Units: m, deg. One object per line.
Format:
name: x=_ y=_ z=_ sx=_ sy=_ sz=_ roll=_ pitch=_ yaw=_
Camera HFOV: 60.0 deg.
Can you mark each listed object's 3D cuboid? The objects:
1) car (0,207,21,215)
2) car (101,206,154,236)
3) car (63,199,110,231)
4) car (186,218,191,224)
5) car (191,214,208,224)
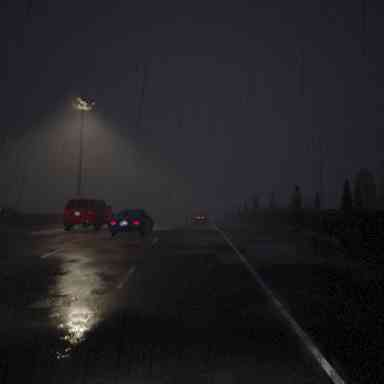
car: x=-14.106 y=1.848 z=23.986 sx=1.837 sy=1.490 sz=4.892 roll=0 pitch=-3 yaw=0
car: x=-3.407 y=1.715 z=19.377 sx=2.033 sy=1.411 sz=5.357 roll=0 pitch=-2 yaw=0
car: x=-6.908 y=1.509 z=22.718 sx=2.150 sy=2.045 sz=5.566 roll=0 pitch=-2 yaw=0
car: x=-0.019 y=6.006 z=66.831 sx=1.837 sy=1.490 sz=4.892 roll=0 pitch=-6 yaw=0
car: x=1.210 y=3.892 z=47.290 sx=1.837 sy=1.490 sz=4.892 roll=0 pitch=-6 yaw=0
